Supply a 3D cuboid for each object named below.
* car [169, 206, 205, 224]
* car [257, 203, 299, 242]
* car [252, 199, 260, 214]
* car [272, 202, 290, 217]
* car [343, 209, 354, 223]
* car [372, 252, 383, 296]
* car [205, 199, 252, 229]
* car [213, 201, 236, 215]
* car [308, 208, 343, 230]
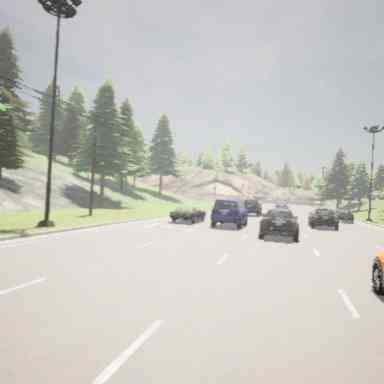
[{"bbox_3d":[-0.219,1.761,26.861,1.895,1.301,4.718,3,0,16],"label":"car"},{"bbox_3d":[5.193,1.775,19.758,2.097,1.767,4.553,3,0,15],"label":"car"},{"bbox_3d":[7.531,1.921,41.751,2.150,2.045,5.566,3,0,16],"label":"car"},{"bbox_3d":[12.126,2.334,45.226,2.097,1.767,4.553,3,0,15],"label":"car"},{"bbox_3d":[17.698,2.754,39.115,2.128,1.511,4.902,3,0,15],"label":"car"},{"bbox_3d":[5.258,1.695,6.686,2.097,1.767,4.553,3,0,15],"label":"car"},{"bbox_3d":[2.867,1.546,24.866,2.150,2.045,5.566,3,0,15],"label":"car"},{"bbox_3d":[4.365,2.020,43.463,2.128,1.511,4.902,3,0,16],"label":"car"},{"bbox_3d":[11.240,2.177,28.662,2.097,1.767,4.553,3,0,15],"label":"car"}]
